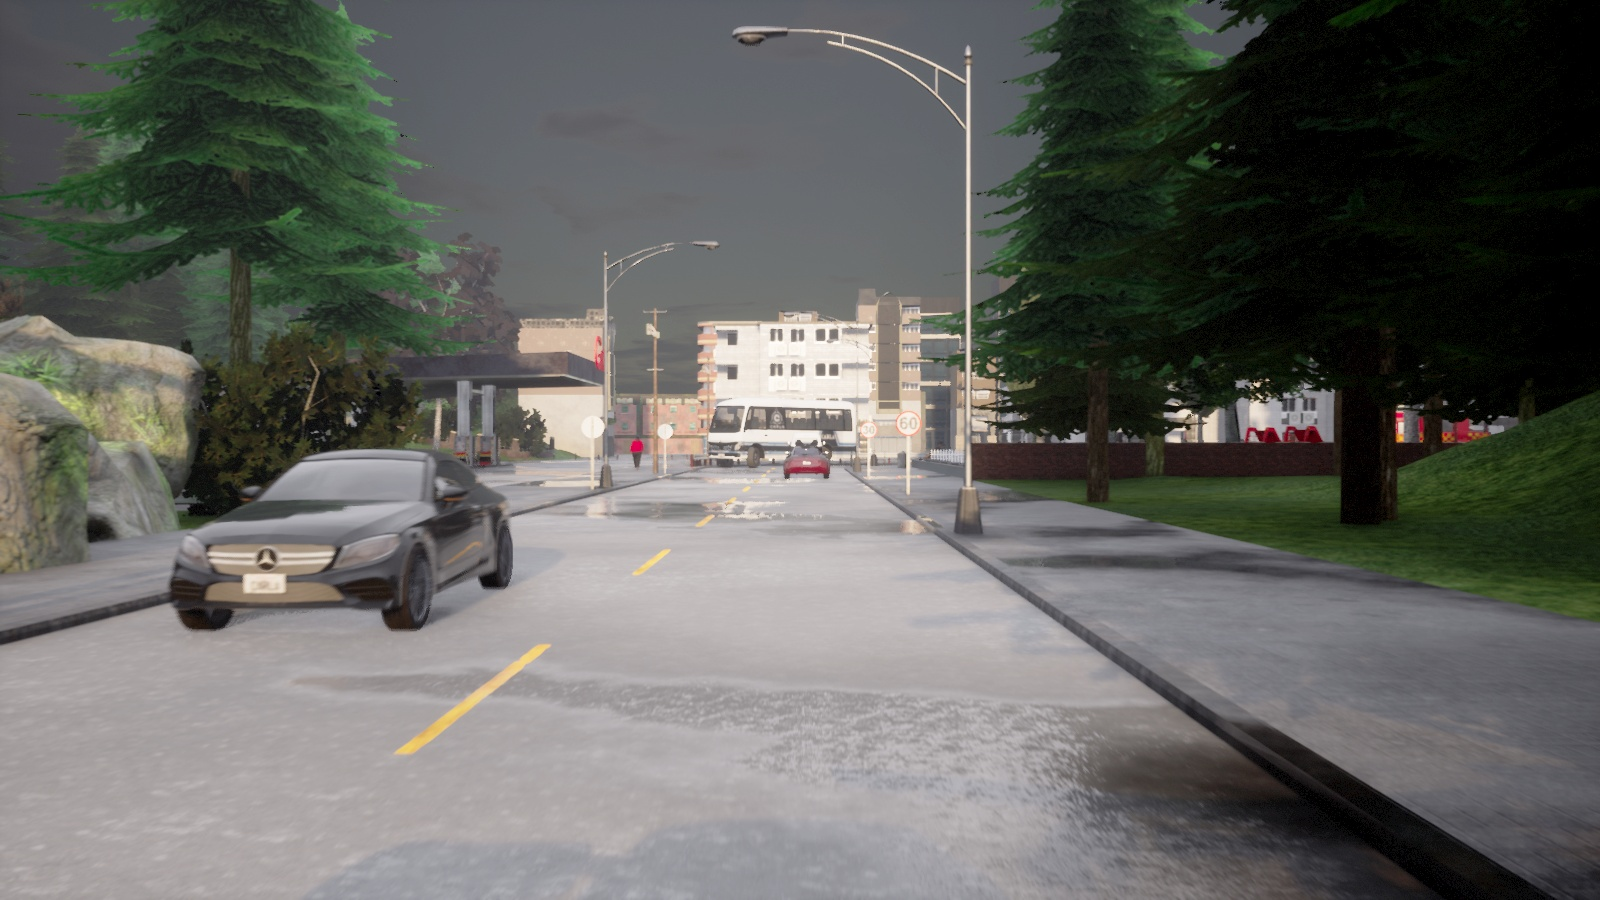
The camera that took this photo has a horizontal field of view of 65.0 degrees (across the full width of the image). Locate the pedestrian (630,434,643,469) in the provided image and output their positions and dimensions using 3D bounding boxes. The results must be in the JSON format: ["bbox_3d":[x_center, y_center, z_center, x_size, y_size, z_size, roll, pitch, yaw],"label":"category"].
[{"bbox_3d":[-8.508,0.081,65.392,0.634,1.844,0.899,0,0,-3],"label":"pedestrian"}]

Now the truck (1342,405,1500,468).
[{"bbox_3d":[39.064,-0.835,79.203,8.468,3.827,2.891,0,0,0],"label":"truck"}]

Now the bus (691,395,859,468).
[{"bbox_3d":[-1.433,-1.081,78.005,10.273,4.253,3.944,0,1,-42],"label":"bus"}]

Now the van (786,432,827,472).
[{"bbox_3d":[0.345,0.093,66.848,2.069,2.038,4.480,0,0,0],"label":"van"}]

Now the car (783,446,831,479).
[{"bbox_3d":[0.289,0.505,54.199,1.994,1.385,4.181,0,0,0],"label":"car"}]

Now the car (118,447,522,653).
[{"bbox_3d":[-3.920,0.706,11.244,1.812,1.442,4.674,0,0,0],"label":"car"}]
